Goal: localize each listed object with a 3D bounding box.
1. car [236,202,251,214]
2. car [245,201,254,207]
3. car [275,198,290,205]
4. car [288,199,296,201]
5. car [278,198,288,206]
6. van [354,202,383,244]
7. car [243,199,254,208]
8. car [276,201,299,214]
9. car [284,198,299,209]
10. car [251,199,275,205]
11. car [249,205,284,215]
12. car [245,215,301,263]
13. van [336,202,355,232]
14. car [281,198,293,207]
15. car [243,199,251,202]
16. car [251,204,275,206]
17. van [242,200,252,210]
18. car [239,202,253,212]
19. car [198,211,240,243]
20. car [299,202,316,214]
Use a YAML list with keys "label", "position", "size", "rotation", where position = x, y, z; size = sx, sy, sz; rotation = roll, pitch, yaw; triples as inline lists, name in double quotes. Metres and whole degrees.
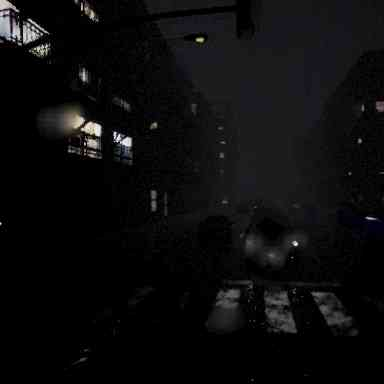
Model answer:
- label: "car"
  position: [6.969, 2.366, 45.381]
  size: [1.802, 1.307, 4.206]
  rotation: [-2, -1, 11]
- label: "car"
  position: [13.584, 2.870, 78.332]
  size: [2.008, 1.369, 4.403]
  rotation: [-2, -1, 11]
- label: "car"
  position: [14.953, 2.050, 55.817]
  size: [2.150, 2.045, 5.566]
  rotation: [-1, -1, 11]
- label: "car"
  position: [17.394, 2.281, 54.852]
  size: [1.752, 1.417, 4.829]
  rotation: [-2, -1, 11]
- label: "car"
  position: [24.008, 2.603, 87.633]
  size: [2.192, 1.841, 5.009]
  rotation: [-2, -1, 11]
- label: "van"
  position: [9.589, 1.472, 16.256]
  size: [1.690, 1.788, 3.998]
  rotation: [-2, -1, 11]
- label: "car"
  position: [12.483, 2.545, 72.843]
  size: [2.192, 1.841, 5.009]
  rotation: [-2, -1, 11]
- label: "car"
  position: [12.529, 2.233, 43.790]
  size: [1.895, 1.301, 4.718]
  rotation: [-1, -1, 11]
- label: "car"
  position: [19.571, 2.246, 65.672]
  size: [2.192, 1.841, 5.009]
  rotation: [-2, -1, 11]
- label: "car"
  position: [9.203, 1.915, 43.282]
  size: [2.150, 2.045, 5.566]
  rotation: [-1, -1, 12]
- label: "car"
  position: [5.051, 1.889, 22.851]
  size: [1.812, 1.442, 4.674]
  rotation: [-1, -1, 11]
- label: "car"
  position: [3.045, 1.804, 12.942]
  size: [1.895, 1.301, 4.718]
  rotation: [-1, -1, 11]
- label: "van"
  position: [10.699, 1.561, 21.747]
  size: [1.690, 1.788, 3.998]
  rotation: [-2, -1, 11]
- label: "car"
  position: [21.789, 2.424, 76.652]
  size: [2.192, 1.841, 5.009]
  rotation: [-2, -1, 11]
- label: "car"
  position: [8.073, 2.313, 50.874]
  size: [1.967, 1.590, 4.097]
  rotation: [-2, -1, 11]
- label: "car"
  position: [7.038, 2.124, 32.739]
  size: [1.895, 1.301, 4.718]
  rotation: [-1, -1, 12]
- label: "van"
  position: [10.288, 2.392, 61.857]
  size: [1.690, 1.788, 3.998]
  rotation: [-2, -1, 11]
- label: "car"
  position: [9.186, 2.513, 56.362]
  size: [2.008, 1.369, 4.403]
  rotation: [-2, -1, 11]
- label: "car"
  position: [1.423, 1.922, 17.928]
  size: [1.802, 1.307, 4.206]
  rotation: [-2, -1, 11]
- label: "car"
  position: [15.144, 2.157, 43.704]
  size: [1.802, 1.307, 4.206]
  rotation: [-2, -1, 11]
